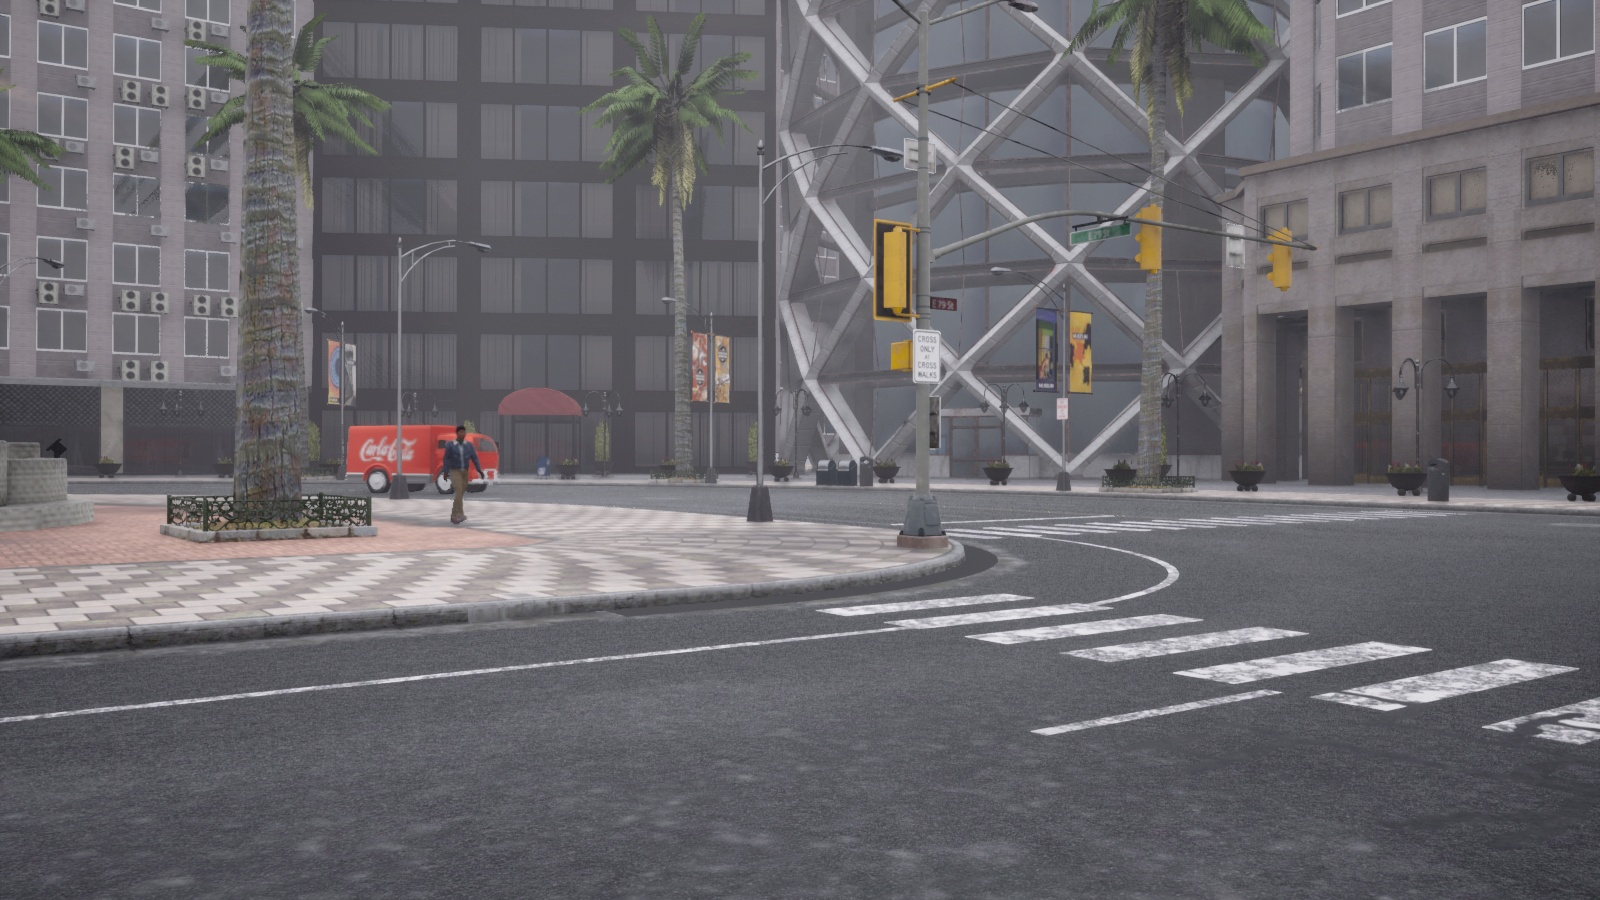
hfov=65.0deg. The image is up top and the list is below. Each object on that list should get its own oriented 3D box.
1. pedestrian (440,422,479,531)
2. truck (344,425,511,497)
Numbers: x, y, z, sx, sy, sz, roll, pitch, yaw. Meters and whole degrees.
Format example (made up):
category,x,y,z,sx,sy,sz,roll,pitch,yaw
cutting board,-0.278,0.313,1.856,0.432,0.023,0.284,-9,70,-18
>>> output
category,x,y,z,sx,sy,sz,roll,pitch,yaw
pedestrian,-6.209,0.471,22.900,0.423,1.949,0.788,0,0,-36
truck,-13.451,0.398,45.476,5.204,2.467,2.627,0,0,16
